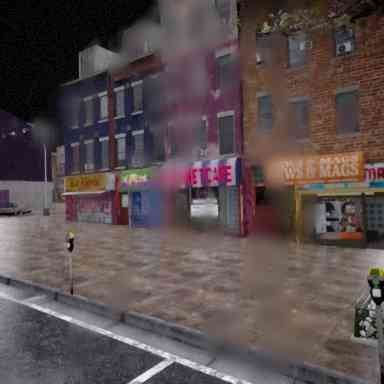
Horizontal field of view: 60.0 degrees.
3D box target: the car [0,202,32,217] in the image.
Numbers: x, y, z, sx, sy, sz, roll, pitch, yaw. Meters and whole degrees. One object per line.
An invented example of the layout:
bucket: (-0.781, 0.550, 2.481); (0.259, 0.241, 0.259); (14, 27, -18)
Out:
car: (-17.553, 1.621, 30.214); (2.033, 1.411, 5.357); (-2, -1, 39)
